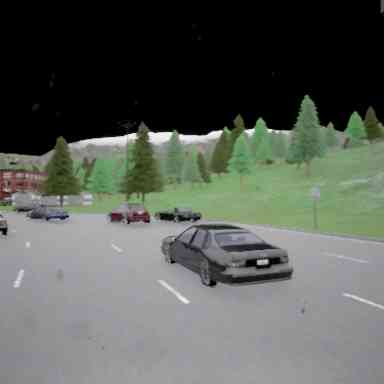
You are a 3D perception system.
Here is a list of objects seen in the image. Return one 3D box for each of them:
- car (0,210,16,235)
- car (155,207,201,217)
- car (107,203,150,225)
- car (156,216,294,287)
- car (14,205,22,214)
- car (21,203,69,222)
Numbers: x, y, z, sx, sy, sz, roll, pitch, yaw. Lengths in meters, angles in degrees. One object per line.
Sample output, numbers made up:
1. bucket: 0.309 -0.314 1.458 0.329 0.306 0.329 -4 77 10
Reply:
1. car: -12.691 1.910 20.689 2.033 1.411 5.357 0 -1 -36
2. car: -1.315 1.964 28.489 1.895 1.301 4.718 0 -1 -36
3. car: -5.371 1.740 27.831 2.097 1.767 4.553 0 -1 -37
4. car: 0.656 1.664 9.815 2.033 1.411 5.357 0 -1 -22
5. car: -22.164 2.237 45.465 4.902 1.511 2.128 -1 -1 24
6. car: -14.085 2.065 32.344 5.357 1.411 2.033 -1 -1 39
